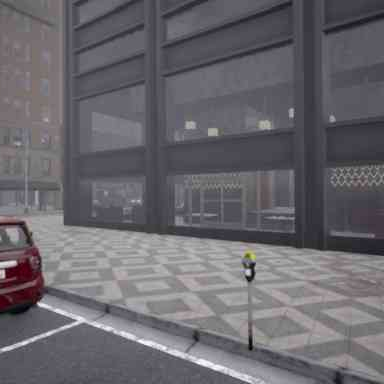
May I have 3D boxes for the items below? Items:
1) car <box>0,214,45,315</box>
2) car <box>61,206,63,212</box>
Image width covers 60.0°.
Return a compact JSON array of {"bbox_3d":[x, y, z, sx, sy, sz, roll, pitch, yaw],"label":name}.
[{"bbox_3d":[-4.828,1.314,6.295,5.009,1.841,2.192,0,-1,35],"label":"car"},{"bbox_3d":[-12.866,1.584,38.823,2.097,1.767,4.553,-1,-1,36],"label":"car"}]
